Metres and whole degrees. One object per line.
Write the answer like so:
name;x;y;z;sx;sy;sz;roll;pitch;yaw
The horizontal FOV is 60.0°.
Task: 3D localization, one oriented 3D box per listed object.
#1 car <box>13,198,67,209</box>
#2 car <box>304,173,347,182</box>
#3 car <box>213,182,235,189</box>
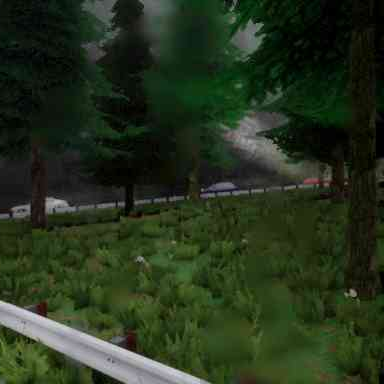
car;-13.402;1.285;29.323;4.674;1.442;1.812;-5;3;-32
car;13.699;-1.124;33.728;4.553;1.767;2.097;-5;-1;9
car;2.791;-0.259;37.020;4.553;1.767;2.097;-4;1;-9
